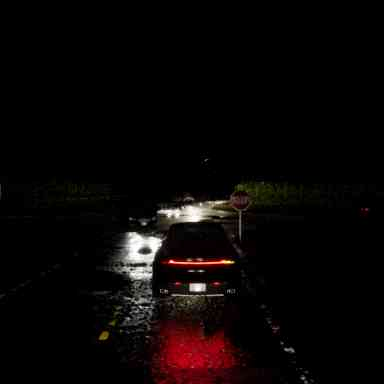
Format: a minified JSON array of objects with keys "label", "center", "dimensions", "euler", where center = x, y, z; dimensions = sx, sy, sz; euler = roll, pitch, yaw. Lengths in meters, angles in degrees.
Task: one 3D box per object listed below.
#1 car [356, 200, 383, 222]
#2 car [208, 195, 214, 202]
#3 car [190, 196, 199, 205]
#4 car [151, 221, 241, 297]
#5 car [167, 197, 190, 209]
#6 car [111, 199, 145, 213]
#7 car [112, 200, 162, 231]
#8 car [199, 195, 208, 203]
[{"label":"car","center":[16.042,1.461,27.059],"dimensions":[4.553,1.767,2.097],"euler":[0,0,5]},{"label":"car","center":[3.754,1.426,78.627],"dimensions":[2.097,1.767,4.553],"euler":[0,0,13]},{"label":"car","center":[-0.553,1.629,57.230],"dimensions":[1.895,1.301,4.718],"euler":[0,0,9]},{"label":"car","center":[0.096,1.506,8.533],"dimensions":[1.837,1.490,4.892],"euler":[0,0,0]},{"label":"car","center":[-2.097,1.508,45.367],"dimensions":[2.128,1.511,4.902],"euler":[0,0,8]},{"label":"car","center":[-5.416,1.472,32.420],"dimensions":[4.902,1.511,2.128],"euler":[0,0,4]},{"label":"car","center":[-3.471,1.494,20.794],"dimensions":[2.128,1.511,4.902],"euler":[1,0,-20]},{"label":"car","center":[1.471,1.610,68.753],"dimensions":[1.994,1.385,4.181],"euler":[0,0,11]}]
